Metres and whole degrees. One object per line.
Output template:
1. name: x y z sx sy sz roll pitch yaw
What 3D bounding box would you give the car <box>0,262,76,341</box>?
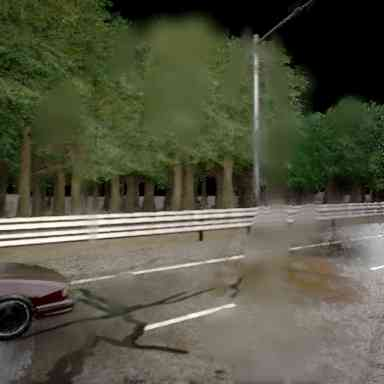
1. car: -4.590 1.539 4.754 5.357 1.411 2.033 0 0 -35
